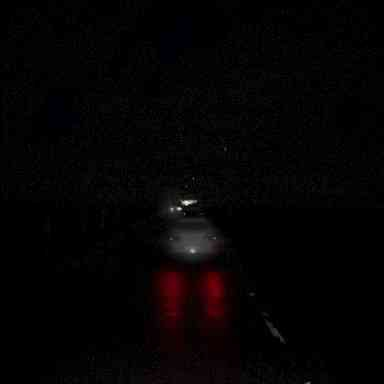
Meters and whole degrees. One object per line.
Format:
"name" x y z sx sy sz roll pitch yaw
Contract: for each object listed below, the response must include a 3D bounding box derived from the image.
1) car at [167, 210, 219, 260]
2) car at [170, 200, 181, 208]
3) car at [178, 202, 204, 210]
"car" 0.043 1.670 13.006 1.812 1.442 4.674 0 0 0
"car" -2.798 2.065 59.180 2.033 1.411 5.357 0 0 0
"car" 0.037 1.826 27.947 1.812 1.442 4.674 0 0 1
